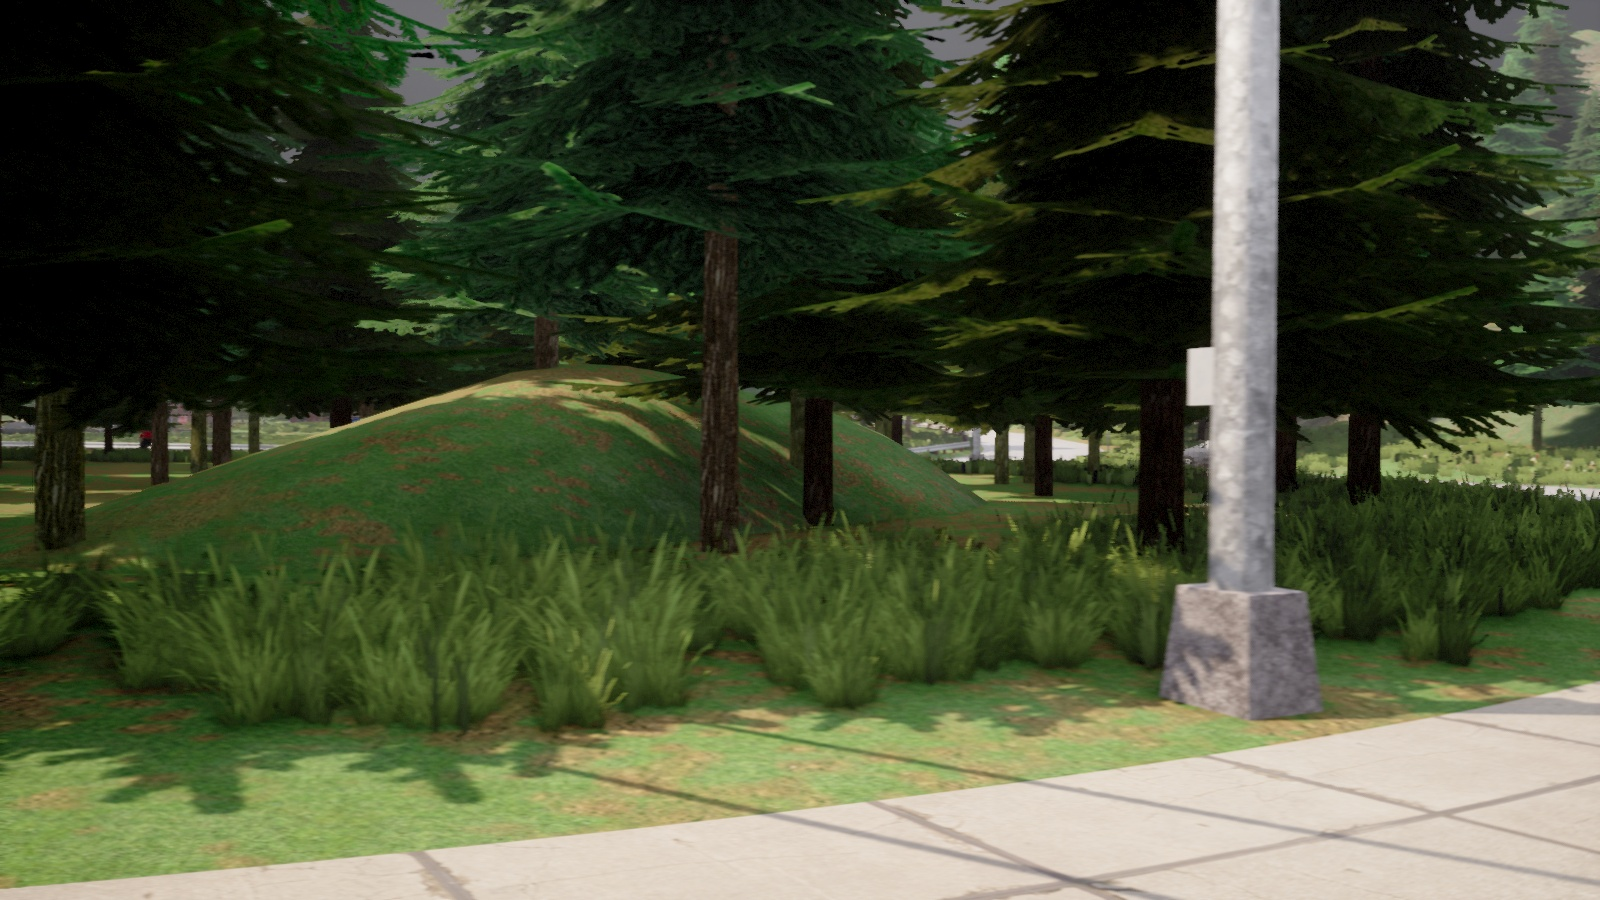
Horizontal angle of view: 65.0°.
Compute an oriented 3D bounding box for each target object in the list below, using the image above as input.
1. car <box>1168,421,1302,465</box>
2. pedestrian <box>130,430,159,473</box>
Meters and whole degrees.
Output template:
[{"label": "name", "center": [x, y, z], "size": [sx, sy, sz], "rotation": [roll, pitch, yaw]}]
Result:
[{"label": "car", "center": [17.276, -0.299, 50.053], "size": [2.242, 1.667, 4.611], "rotation": [-1, 1, -34]}, {"label": "pedestrian", "center": [-28.871, 0.060, 55.289], "size": [0.899, 1.844, 0.634], "rotation": [-1, 1, 7]}]
